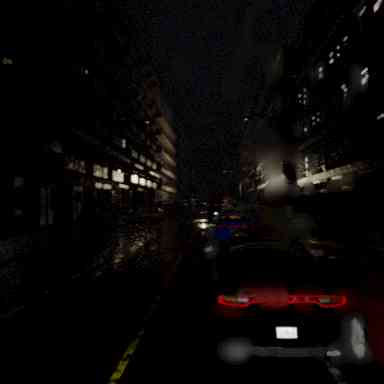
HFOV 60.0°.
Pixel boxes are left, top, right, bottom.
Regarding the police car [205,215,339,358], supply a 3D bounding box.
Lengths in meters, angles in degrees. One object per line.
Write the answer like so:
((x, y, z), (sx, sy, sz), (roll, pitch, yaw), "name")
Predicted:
((1.291, 1.490, 6.528), (1.930, 1.638, 5.238), (-1, -1, 4), "police car")

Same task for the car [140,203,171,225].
((-3.243, 1.923, 28.126), (1.752, 1.417, 4.829), (1, -1, 4), "car")

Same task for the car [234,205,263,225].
((4.625, 1.842, 27.694), (1.887, 1.381, 4.507), (1, -1, 4), "car")

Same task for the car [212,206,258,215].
((2.085, 1.657, 16.390), (1.882, 1.535, 5.008), (-1, -1, 4), "car")

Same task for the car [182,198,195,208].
((-0.576, 2.235, 66.917), (2.192, 1.841, 5.009), (1, -1, 4), "car")

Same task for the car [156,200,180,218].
((-2.849, 1.784, 33.817), (2.192, 1.841, 5.009), (1, -1, 4), "car")

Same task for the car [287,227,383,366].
((3.110, 1.577, 5.625), (1.887, 1.381, 4.507), (1, -1, 4), "car")

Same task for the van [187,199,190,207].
((-1.714, 2.028, 50.367), (1.690, 1.788, 3.998), (1, -1, 4), "van")

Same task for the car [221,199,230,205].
((8.382, 2.504, 82.873), (1.967, 1.590, 4.097), (0, -1, 4), "car")

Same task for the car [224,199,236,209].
((6.908, 2.179, 60.800), (1.967, 1.590, 4.097), (1, -1, 4), "car")

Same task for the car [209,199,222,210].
((4.049, 2.068, 57.043), (2.097, 1.767, 4.553), (-1, -1, 4), "car")

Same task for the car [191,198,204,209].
((1.501, 2.144, 60.082), (2.097, 1.767, 4.553), (-1, -1, 4), "car")

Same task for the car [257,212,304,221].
((3.501, 1.623, 11.314), (1.752, 1.417, 4.829), (1, -1, 4), "car")

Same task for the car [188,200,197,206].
((0.178, 2.648, 77.949), (1.947, 1.339, 4.313), (1, -1, 4), "car")

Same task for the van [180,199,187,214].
((-2.092, 1.952, 44.848), (1.690, 1.788, 3.998), (1, -1, 4), "van")

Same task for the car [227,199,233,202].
((6.141, 2.129, 49.764), (1.887, 1.381, 4.507), (1, -1, 4), "car")

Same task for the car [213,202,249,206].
((2.509, 1.710, 22.569), (1.801, 1.575, 5.366), (-1, -1, 4), "car")

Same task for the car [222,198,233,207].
((7.625, 2.213, 71.839), (2.192, 1.841, 5.009), (1, -1, 4), "car")

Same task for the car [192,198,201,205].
((1.318, 2.655, 94.501), (2.192, 1.841, 5.009), (1, -1, 4), "car")

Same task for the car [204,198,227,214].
((3.102, 1.747, 43.169), (2.150, 2.045, 5.566), (-1, -1, 4), "car")
